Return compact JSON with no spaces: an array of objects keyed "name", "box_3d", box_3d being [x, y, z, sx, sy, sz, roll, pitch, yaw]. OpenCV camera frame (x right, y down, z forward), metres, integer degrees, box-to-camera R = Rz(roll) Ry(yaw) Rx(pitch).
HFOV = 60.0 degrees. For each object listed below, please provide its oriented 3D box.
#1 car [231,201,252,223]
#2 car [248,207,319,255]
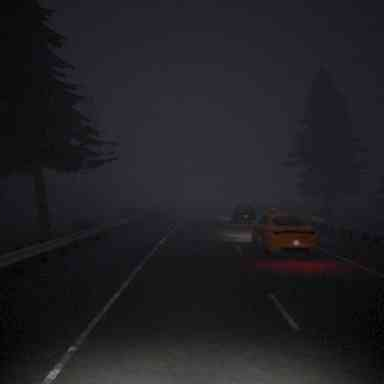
[{"name":"car","box_3d":[4.434,1.800,28.895,1.882,1.535,5.008,0,0,4]},{"name":"car","box_3d":[3.739,1.635,14.077,1.882,1.535,5.008,0,0,2]}]
